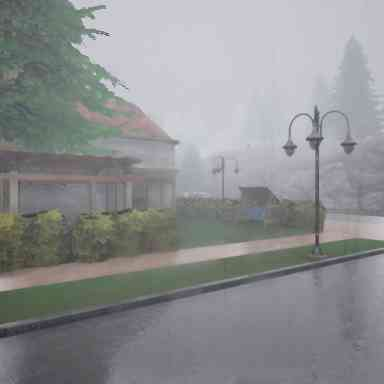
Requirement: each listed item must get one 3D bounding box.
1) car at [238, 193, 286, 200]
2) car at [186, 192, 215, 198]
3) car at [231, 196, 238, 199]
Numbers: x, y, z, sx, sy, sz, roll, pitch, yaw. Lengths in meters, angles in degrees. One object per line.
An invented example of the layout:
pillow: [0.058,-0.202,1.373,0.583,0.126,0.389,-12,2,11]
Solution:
car: [7.240,1.060,30.814,2.150,2.045,5.566,0,0,-35]
car: [1.252,1.059,39.237,2.150,2.045,5.566,0,0,-35]
car: [5.569,1.190,39.545,2.097,1.767,4.553,0,0,-35]
